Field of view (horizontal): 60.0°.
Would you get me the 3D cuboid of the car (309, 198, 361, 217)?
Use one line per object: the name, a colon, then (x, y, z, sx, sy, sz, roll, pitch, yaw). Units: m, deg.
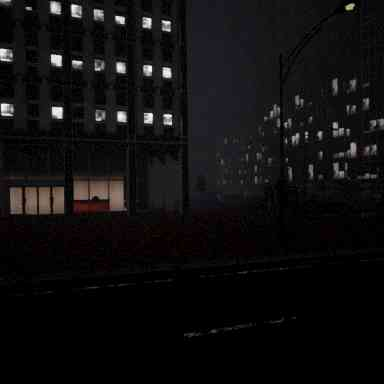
car: (12.769, 1.434, 29.325, 1.947, 1.339, 4.313, 0, 1, -20)

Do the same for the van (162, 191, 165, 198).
van: (-6.572, 0.688, 82.767, 1.690, 1.788, 3.998, 0, 1, -20)

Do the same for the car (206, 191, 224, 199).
car: (5.194, 0.634, 74.955, 2.192, 1.841, 5.009, 0, 1, -20)

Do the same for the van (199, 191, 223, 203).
van: (3.160, 0.952, 56.067, 1.690, 1.788, 3.998, 0, 1, -20)

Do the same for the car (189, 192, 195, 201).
car: (-0.733, 1.056, 66.749, 2.008, 1.369, 4.403, 0, 1, -20)

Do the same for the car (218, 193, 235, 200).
car: (7.141, 0.954, 69.618, 1.802, 1.307, 4.206, 0, 1, -20)

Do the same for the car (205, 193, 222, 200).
car: (4.380, 0.931, 69.607, 1.812, 1.442, 4.674, -1, 1, -20)

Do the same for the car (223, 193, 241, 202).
car: (7.817, 1.024, 60.178, 1.812, 1.442, 4.674, -1, 1, -20)

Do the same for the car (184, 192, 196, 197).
car: (-0.644, 0.711, 90.977, 2.008, 1.369, 4.403, 0, 1, -20)

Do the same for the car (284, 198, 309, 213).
car: (10.839, 1.399, 34.674, 1.802, 1.307, 4.206, 0, 1, -20)

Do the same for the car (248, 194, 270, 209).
car: (8.948, 1.332, 40.033, 1.947, 1.339, 4.313, 0, 1, -20)

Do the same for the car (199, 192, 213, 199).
car: (3.248, 0.706, 80.296, 1.967, 1.590, 4.097, 0, 1, -20)

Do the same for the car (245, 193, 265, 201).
car: (9.795, 1.228, 45.430, 2.033, 1.411, 5.357, -1, 1, -20)

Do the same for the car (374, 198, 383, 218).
car: (16.851, 1.216, 26.095, 2.097, 1.767, 4.553, -1, 1, -21)

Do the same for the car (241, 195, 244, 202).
car: (11.034, 1.060, 58.938, 1.802, 1.307, 4.206, 0, 1, -20)

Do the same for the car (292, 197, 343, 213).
car: (13.322, 1.321, 35.739, 2.033, 1.411, 5.357, -1, 1, -20)
